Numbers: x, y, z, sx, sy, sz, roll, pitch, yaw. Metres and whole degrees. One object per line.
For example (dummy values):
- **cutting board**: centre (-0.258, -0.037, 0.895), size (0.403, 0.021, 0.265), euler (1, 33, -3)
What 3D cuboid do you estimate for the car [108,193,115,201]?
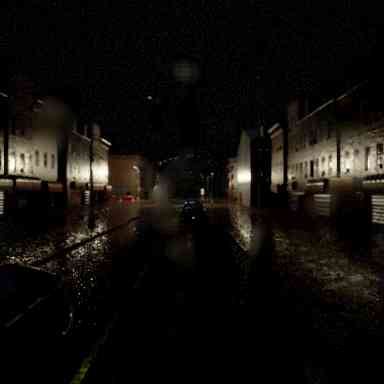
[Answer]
- **car**: centre (-20.103, 1.200, 76.079), size (5.009, 1.841, 2.192), euler (0, 0, 0)

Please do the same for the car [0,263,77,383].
- **car**: centre (-2.847, 1.564, 3.697), size (1.994, 1.385, 4.181), euler (0, 0, 0)

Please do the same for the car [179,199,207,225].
- **car**: centre (0.103, 1.491, 24.267), size (2.128, 1.511, 4.902), euler (0, 0, 0)

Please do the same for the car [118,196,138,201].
- **car**: centre (-14.671, 1.468, 76.085), size (4.507, 1.381, 1.887), euler (0, 0, 0)

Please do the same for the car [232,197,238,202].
- **car**: centre (11.739, 1.432, 76.124), size (5.009, 1.841, 2.192), euler (0, -1, 0)
